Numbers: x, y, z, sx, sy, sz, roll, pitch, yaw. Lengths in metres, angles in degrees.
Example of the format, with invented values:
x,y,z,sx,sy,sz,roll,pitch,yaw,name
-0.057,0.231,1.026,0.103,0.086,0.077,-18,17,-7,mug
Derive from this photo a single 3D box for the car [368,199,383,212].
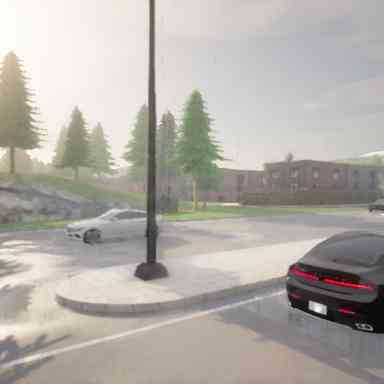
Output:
x,y,z,sx,sy,sz,roll,pitch,yaw,name
21.873,1.475,37.611,5.008,1.535,1.882,0,0,-35,car

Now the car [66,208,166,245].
x,y,z,sx,sy,sz,roll,pitch,yaw,name
-3.437,1.513,15.616,4.674,1.442,1.812,0,0,-35,car

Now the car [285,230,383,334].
x,y,z,sx,sy,sz,roll,pitch,yaw,name
3.875,1.503,6.439,4.892,1.490,1.837,0,0,-35,car
